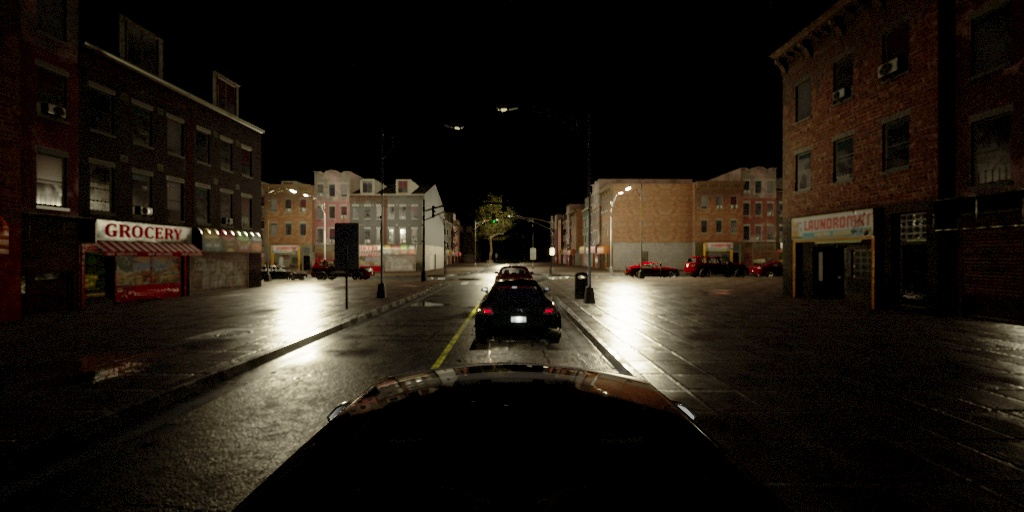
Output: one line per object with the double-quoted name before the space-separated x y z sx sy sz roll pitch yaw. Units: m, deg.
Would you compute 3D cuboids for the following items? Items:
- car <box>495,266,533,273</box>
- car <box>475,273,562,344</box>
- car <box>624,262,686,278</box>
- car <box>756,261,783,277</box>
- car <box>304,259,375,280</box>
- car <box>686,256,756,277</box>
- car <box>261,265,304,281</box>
"car" 0.107 1.233 18.683 1.882 1.535 5.008 0 0 0
"car" 0.110 1.314 9.604 1.994 1.385 4.181 0 0 -1
"car" 11.959 1.212 30.678 4.507 1.381 1.888 0 0 0
"car" 22.827 1.137 30.693 4.507 1.381 1.888 0 0 0
"car" -14.449 1.175 30.642 5.009 1.841 2.192 0 0 0
"car" 17.393 0.944 30.686 5.009 1.841 2.192 0 0 0
"car" -19.875 1.468 30.634 4.313 1.339 1.948 0 0 0
